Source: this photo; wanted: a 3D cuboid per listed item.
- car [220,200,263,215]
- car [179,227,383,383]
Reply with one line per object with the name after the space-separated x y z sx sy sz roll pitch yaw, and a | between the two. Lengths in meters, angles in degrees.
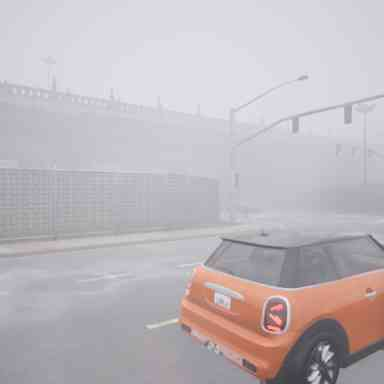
4.996 1.584 35.173 2.033 1.411 5.357 0 0 -35 | car
2.115 1.348 5.295 4.553 1.767 2.097 0 0 -35 | car
